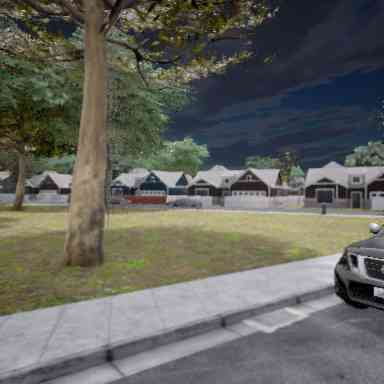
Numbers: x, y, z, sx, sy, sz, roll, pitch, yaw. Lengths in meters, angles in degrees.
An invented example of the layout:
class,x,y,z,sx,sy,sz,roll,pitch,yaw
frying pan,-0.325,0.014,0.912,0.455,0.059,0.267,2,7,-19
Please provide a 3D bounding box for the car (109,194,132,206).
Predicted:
class,x,y,z,sx,sy,sz,roll,pitch,yaw
car,-11.239,1.380,50.134,4.902,1.511,2.128,0,0,27

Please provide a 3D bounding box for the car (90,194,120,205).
class,x,y,z,sx,sy,sz,roll,pitch,yaw
car,-14.389,1.224,54.865,4.553,1.767,2.097,0,0,27

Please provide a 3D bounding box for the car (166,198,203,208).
class,x,y,z,sx,sy,sz,roll,pitch,yaw
car,-1.099,1.506,47.976,5.357,1.411,2.033,0,0,27

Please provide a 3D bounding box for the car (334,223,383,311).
class,x,y,z,sx,sy,sz,roll,pitch,yaw
car,5.265,1.255,6.826,5.566,2.045,2.150,0,0,-35
